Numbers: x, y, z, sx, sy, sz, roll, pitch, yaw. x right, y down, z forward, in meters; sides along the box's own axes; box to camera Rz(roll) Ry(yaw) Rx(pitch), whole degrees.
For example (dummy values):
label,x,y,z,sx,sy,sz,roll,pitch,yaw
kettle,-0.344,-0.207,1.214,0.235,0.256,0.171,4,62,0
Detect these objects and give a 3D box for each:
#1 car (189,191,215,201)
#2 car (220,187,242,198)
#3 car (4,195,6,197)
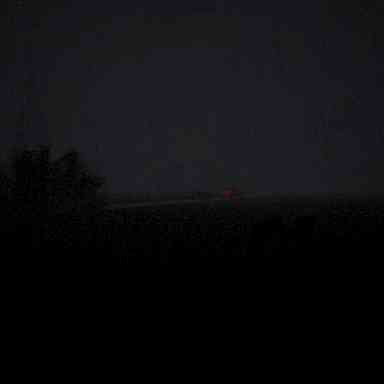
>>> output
label,x,y,z,sx,sy,sz,roll,pitch,yaw
car,1.625,0.612,52.316,2.033,1.411,5.357,1,2,34
car,7.198,0.079,61.093,2.150,2.045,5.566,1,2,32
car,-15.519,1.031,27.739,2.097,1.767,4.553,1,2,36
